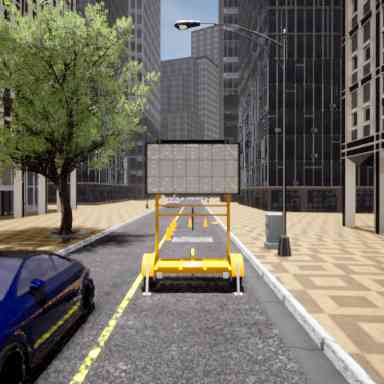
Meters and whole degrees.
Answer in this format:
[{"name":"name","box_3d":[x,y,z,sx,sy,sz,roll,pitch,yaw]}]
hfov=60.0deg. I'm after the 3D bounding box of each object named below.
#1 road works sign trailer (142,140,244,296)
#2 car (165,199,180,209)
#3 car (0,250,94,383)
[{"name":"road works sign trailer","box_3d":[0.018,0.463,8.636,2.380,3.560,2.880,0,0,0]},{"name":"car","box_3d":[-2.750,1.640,47.103,1.895,1.301,4.718,0,0,0]},{"name":"car","box_3d":[-2.840,1.563,4.661,1.994,1.385,4.181,0,0,0]}]
